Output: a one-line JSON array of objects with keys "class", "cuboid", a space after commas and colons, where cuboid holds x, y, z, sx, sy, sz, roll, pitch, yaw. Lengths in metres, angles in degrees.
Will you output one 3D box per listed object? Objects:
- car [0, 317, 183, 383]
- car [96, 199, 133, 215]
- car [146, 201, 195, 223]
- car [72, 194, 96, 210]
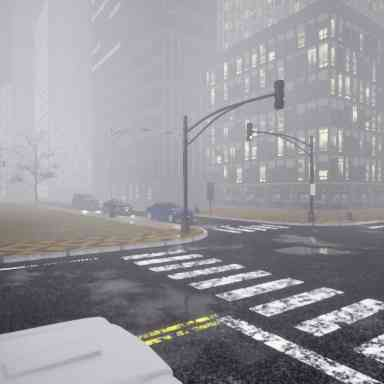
[{"class": "car", "cuboid": [-2.256, 1.601, 1.834, 4.718, 1.301, 1.895, 0, 0, -36]}, {"class": "car", "cuboid": [-7.744, 1.497, 34.268, 2.128, 1.511, 4.902, 0, 0, -35]}, {"class": "car", "cuboid": [-1.767, 1.484, 25.807, 1.882, 1.535, 5.008, 0, 0, -36]}, {"class": "car", "cuboid": [-13.832, 1.227, 42.908, 2.150, 2.045, 5.566, 0, 0, -35]}]
